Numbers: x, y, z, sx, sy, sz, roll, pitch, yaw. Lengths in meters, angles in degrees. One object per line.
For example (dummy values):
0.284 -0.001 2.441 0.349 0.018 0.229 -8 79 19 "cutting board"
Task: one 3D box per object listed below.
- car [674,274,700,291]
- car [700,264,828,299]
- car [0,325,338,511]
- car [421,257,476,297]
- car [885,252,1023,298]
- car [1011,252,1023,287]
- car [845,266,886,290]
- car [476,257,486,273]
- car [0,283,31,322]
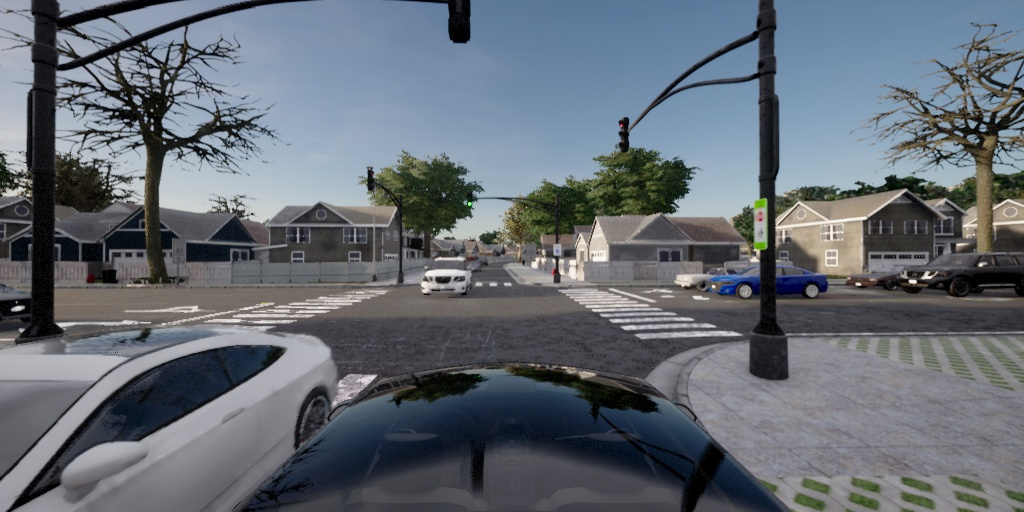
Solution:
11.796 1.314 20.226 4.718 1.301 1.895 0 0 -2 "car"
12.007 1.166 16.980 5.008 1.535 1.882 0 0 -2 "car"
-2.786 1.283 2.191 1.812 1.442 4.674 0 0 -1 "car"
-3.331 1.082 19.326 2.150 2.045 5.566 0 0 -3 "car"
21.967 0.856 17.248 5.566 2.045 2.150 0 0 -1 "car"
33.176 0.774 20.782 5.566 2.045 2.150 -1 0 -1 "car"
22.401 1.203 20.505 5.357 1.411 2.033 0 0 -1 "car"
-4.630 1.290 43.373 2.128 1.511 4.902 0 1 -3 "car"
-15.228 1.230 9.555 4.181 1.385 1.994 0 0 -2 "car"
